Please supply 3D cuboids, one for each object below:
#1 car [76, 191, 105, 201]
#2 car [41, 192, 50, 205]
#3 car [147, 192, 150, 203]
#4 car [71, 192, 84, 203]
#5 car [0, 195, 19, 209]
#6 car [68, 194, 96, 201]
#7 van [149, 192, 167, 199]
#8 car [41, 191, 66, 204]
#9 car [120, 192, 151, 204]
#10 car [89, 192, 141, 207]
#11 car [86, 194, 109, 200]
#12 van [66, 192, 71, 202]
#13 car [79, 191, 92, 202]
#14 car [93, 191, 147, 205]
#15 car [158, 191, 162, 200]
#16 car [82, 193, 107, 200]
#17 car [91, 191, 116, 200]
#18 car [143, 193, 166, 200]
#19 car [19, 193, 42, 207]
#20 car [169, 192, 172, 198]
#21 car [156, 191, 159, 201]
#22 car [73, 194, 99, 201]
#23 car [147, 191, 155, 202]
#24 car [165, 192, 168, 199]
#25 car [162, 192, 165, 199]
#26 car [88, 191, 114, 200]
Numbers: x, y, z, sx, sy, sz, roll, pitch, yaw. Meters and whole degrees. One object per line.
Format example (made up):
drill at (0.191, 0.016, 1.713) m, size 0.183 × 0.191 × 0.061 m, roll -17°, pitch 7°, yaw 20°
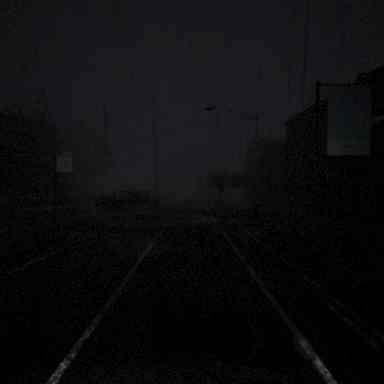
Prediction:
car at (-21.923, 0.828, 71.982) m, size 5.566 × 2.045 × 2.435 m, roll 0°, pitch 0°, yaw 0°
car at (-21.930, 1.123, 44.137) m, size 4.674 × 1.452 × 2.002 m, roll 0°, pitch 0°, yaw 0°
car at (-8.854, 1.076, 46.942) m, size 4.892 × 1.521 × 2.231 m, roll 0°, pitch 0°, yaw 0°
car at (-21.931, 1.112, 58.057) m, size 4.674 × 1.452 × 2.002 m, roll 0°, pitch 0°, yaw 0°
car at (-21.927, 1.124, 35.781) m, size 5.008 × 1.535 × 2.097 m, roll 0°, pitch 0°, yaw 0°
car at (-21.914, 1.105, 66.414) m, size 4.792 × 1.488 × 2.163 m, roll 0°, pitch 0°, yaw 0°
van at (-8.775, 0.894, 86.187) m, size 4.442 × 1.987 × 1.878 m, roll 0°, pitch 0°, yaw 0°
car at (-21.897, 0.947, 49.705) m, size 4.553 × 1.767 × 2.185 m, roll 0°, pitch 0°, yaw 0°
car at (-8.817, 0.945, 52.548) m, size 4.553 × 1.767 × 2.185 m, roll 0°, pitch 0°, yaw 0°
car at (-8.845, 1.109, 38.537) m, size 4.892 × 1.521 × 2.231 m, roll 0°, pitch 0°, yaw 0°
car at (-21.957, 1.131, 77.429) m, size 4.674 × 1.452 × 2.002 m, roll 0°, pitch 0°, yaw 0°
van at (-22.045, 0.844, 52.485) m, size 4.442 × 1.987 × 1.878 m, roll 0°, pitch 0°, yaw 0°
car at (-21.751, 1.071, 60.843) m, size 5.366 × 1.575 × 1.946 m, roll 0°, pitch 0°, yaw 0°
car at (-8.878, 0.843, 41.337) m, size 5.566 × 2.045 × 2.435 m, roll 0°, pitch 0°, yaw 0°
car at (-8.855, 1.074, 63.763) m, size 5.008 × 1.535 × 2.097 m, roll 0°, pitch 0°, yaw 0°
car at (-21.950, 1.085, 74.769) m, size 5.008 × 1.535 × 2.097 m, roll 0°, pitch 0°, yaw 0°
car at (-21.939, 0.858, 83.000) m, size 5.566 × 2.045 × 2.435 m, roll 0°, pitch 0°, yaw 0°
car at (-9.070, 1.097, 80.579) m, size 5.366 × 1.575 × 1.946 m, roll 0°, pitch 0°, yaw 0°
car at (-21.934, 1.093, 41.350) m, size 5.008 × 1.535 × 2.097 m, roll 0°, pitch 0°, yaw 0°
car at (-8.899, 1.150, 94.596) m, size 5.008 × 1.535 × 2.097 m, roll 0°, pitch 0°, yaw 0°
car at (-8.848, 1.073, 58.157) m, size 4.892 × 1.521 × 2.231 m, roll 0°, pitch 0°, yaw 0°
car at (-21.976, 1.106, 69.199) m, size 4.792 × 1.488 × 2.163 m, roll 0°, pitch 0°, yaw 0°
car at (-8.876, 0.821, 49.747) m, size 5.566 × 2.045 × 2.435 m, roll 0°, pitch 0°, yaw 0°
car at (-8.875, 1.091, 77.779) m, size 5.008 × 1.535 × 2.097 m, roll 0°, pitch 0°, yaw 0°
car at (-8.893, 0.824, 66.567) m, size 5.566 × 2.045 × 2.435 m, roll 0°, pitch 0°, yaw 0°
car at (-21.934, 0.848, 80.338) m, size 5.566 × 2.045 × 2.435 m, roll 0°, pitch 0°, yaw 0°
